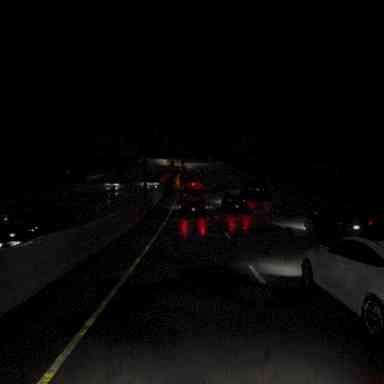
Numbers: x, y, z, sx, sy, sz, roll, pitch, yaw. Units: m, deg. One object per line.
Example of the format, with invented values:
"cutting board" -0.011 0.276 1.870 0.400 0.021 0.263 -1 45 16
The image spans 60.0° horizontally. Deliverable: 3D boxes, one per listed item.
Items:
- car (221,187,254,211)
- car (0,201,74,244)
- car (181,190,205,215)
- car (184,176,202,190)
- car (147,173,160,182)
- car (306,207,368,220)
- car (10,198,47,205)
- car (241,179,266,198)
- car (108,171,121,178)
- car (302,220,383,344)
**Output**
"car" 3.598 0.737 28.713 2.128 1.511 4.902 0 4 0
"car" -7.100 1.405 15.547 1.837 1.490 4.892 0 1 0
"car" 0.097 0.918 26.628 1.812 1.442 4.674 0 4 0
"car" 0.113 -1.154 44.414 2.150 2.045 5.566 0 7 -1
"car" -6.914 -2.689 59.802 1.882 1.535 5.008 0 7 0
"car" 7.099 1.442 16.361 1.994 1.385 4.181 0 2 0
"car" -10.600 1.176 21.495 2.128 1.511 4.902 0 3 0
"car" 7.098 -0.465 38.563 2.150 2.045 5.566 0 6 0
"car" -13.914 -3.019 59.801 1.812 1.442 4.674 0 7 0
"car" 3.599 1.511 6.248 1.812 1.442 4.674 0 0 0
